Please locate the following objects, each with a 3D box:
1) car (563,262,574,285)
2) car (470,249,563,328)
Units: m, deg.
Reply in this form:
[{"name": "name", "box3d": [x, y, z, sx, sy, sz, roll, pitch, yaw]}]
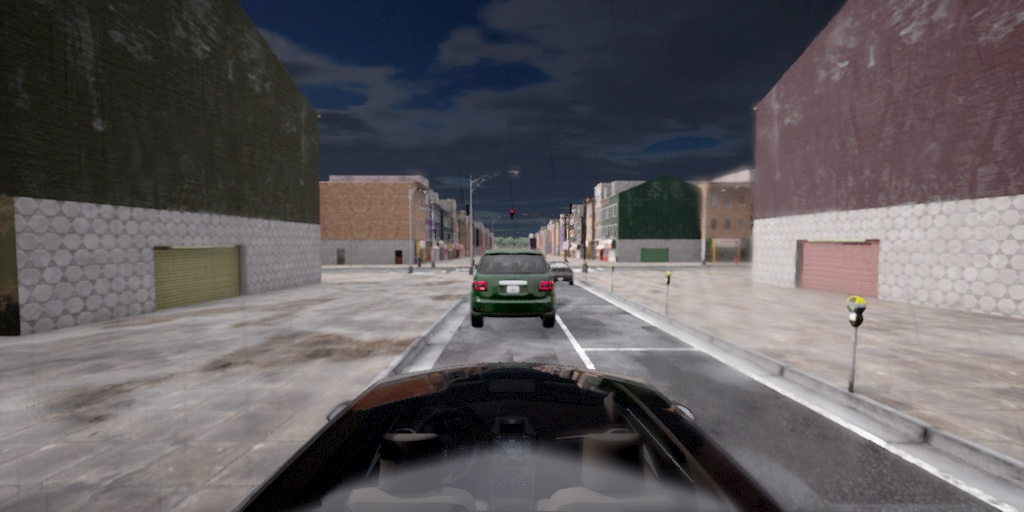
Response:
[{"name": "car", "box3d": [2.594, 0.958, 21.323, 2.007, 1.370, 4.403, 0, 0, 0]}, {"name": "car", "box3d": [0.029, 0.810, 10.893, 2.150, 2.045, 5.566, 0, 1, 0]}]
